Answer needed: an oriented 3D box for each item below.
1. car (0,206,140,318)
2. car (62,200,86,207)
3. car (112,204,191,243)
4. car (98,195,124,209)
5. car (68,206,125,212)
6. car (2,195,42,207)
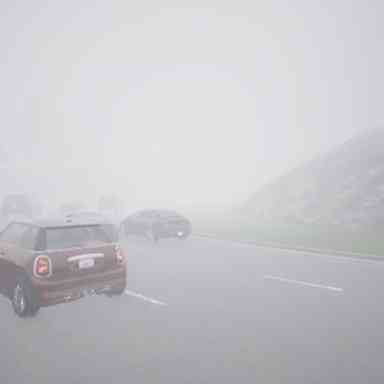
[{"bbox_3d":[-3.503,1.373,7.803,4.553,1.767,2.097,0,0,45],"label":"car"},{"bbox_3d":[-12.397,1.608,35.039,1.837,1.490,4.892,0,0,-6],"label":"car"},{"bbox_3d":[-1.974,1.577,16.661,1.837,1.490,4.892,0,0,-37],"label":"car"},{"bbox_3d":[-9.199,1.358,38.217,2.150,2.045,5.566,0,0,-2],"label":"car"},{"bbox_3d":[-4.781,1.573,14.634,1.812,1.442,4.674,0,0,-37],"label":"car"},{"bbox_3d":[-15.293,1.285,30.179,2.150,2.045,5.566,0,0,-12],"label":"car"}]
